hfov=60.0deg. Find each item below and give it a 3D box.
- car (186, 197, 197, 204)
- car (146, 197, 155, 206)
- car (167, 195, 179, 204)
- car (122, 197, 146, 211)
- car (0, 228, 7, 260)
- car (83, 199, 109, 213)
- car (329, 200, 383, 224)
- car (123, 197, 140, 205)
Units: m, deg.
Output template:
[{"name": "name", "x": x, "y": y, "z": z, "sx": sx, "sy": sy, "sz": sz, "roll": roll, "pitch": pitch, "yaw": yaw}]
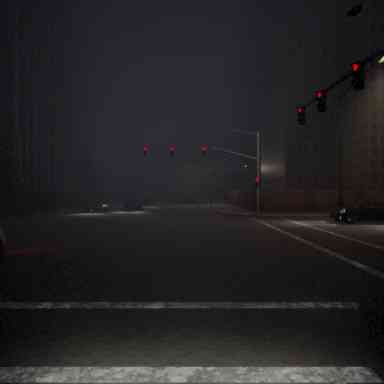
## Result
[{"name": "car", "x": -0.127, "y": 1.564, "z": 64.979, "sx": 1.994, "sy": 1.385, "sz": 4.181, "roll": 0, "pitch": 0, "yaw": 0}, {"name": "car", "x": -7.186, "y": 1.525, "z": 53.633, "sx": 1.812, "sy": 1.442, "sz": 4.674, "roll": 0, "pitch": 0, "yaw": 0}, {"name": "car", "x": -3.627, "y": 1.352, "z": 64.942, "sx": 2.097, "sy": 1.767, "sz": 4.553, "roll": 0, "pitch": 0, "yaw": 0}, {"name": "car", "x": -7.158, "y": 1.526, "z": 40.579, "sx": 1.812, "sy": 1.442, "sz": 4.674, "roll": 0, "pitch": 0, "yaw": -1}, {"name": "car", "x": -7.118, "y": 1.526, "z": 9.393, "sx": 1.812, "sy": 1.442, "sz": 4.674, "roll": 0, "pitch": 0, "yaw": 0}, {"name": "car", "x": -10.709, "y": 1.547, "z": 37.585, "sx": 2.033, "sy": 1.411, "sz": 5.357, "roll": 0, "pitch": 0, "yaw": -3}, {"name": "car", "x": 12.366, "y": 1.352, "z": 23.919, "sx": 4.553, "sy": 1.767, "sz": 2.097, "roll": 0, "pitch": 0, "yaw": 0}, {"name": "car", "x": -10.669, "y": 1.547, "z": 59.467, "sx": 2.033, "sy": 1.411, "sz": 5.357, "roll": 0, "pitch": 0, "yaw": 0}]
